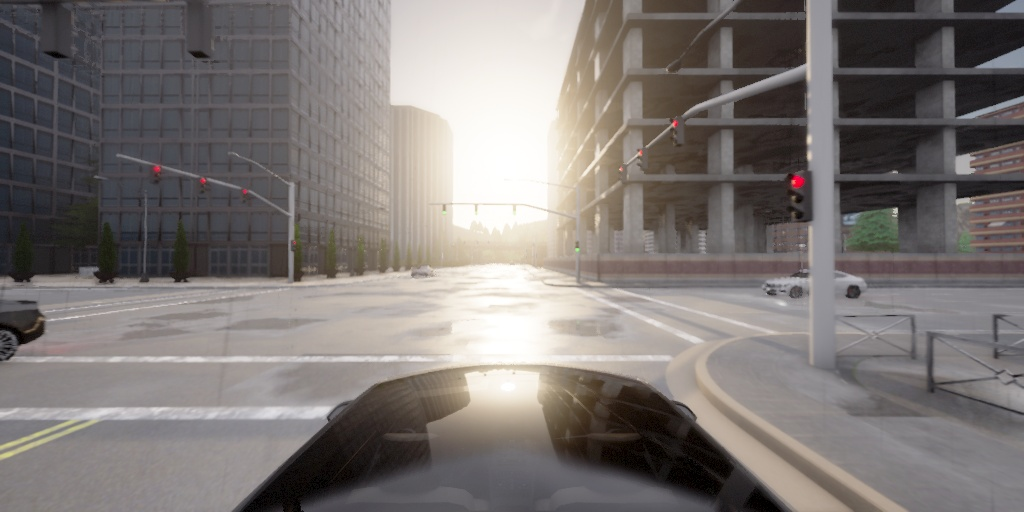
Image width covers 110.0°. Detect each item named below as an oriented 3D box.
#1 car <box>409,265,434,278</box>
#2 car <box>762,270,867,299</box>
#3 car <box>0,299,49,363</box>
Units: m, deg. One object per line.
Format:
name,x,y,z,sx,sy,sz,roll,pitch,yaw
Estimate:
car,-10.480,1.826,42.155,1.812,1.442,4.674,0,0,0
car,15.649,1.429,18.650,4.674,1.442,1.812,0,-1,0
car,-10.499,1.296,5.264,2.128,1.511,4.902,0,0,0
